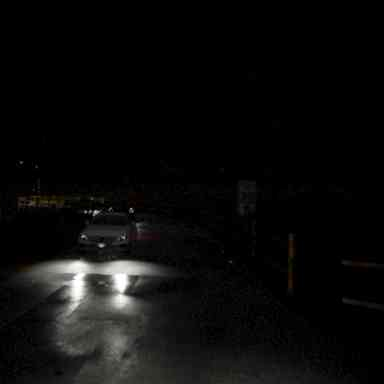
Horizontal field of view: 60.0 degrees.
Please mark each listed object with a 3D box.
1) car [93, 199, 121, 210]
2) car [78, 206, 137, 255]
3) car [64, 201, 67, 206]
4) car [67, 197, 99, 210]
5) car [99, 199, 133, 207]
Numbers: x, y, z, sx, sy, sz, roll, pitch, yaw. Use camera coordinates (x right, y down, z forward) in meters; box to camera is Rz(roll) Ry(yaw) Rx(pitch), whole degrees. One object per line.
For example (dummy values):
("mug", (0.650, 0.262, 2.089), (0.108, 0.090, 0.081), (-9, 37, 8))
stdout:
("car", (-11.129, 1.577, 43.361), (1.895, 1.301, 4.718), (1, 0, -37))
("car", (-3.256, 1.534, 13.564), (1.812, 1.442, 4.674), (2, 0, -5))
("car", (-17.782, 1.460, 50.852), (4.181, 1.385, 1.994), (1, 0, 42))
("car", (-13.668, 1.423, 41.959), (2.128, 1.511, 4.902), (1, 0, -36))
("car", (-6.040, 1.357, 27.181), (2.097, 1.767, 4.553), (2, 0, -21))
